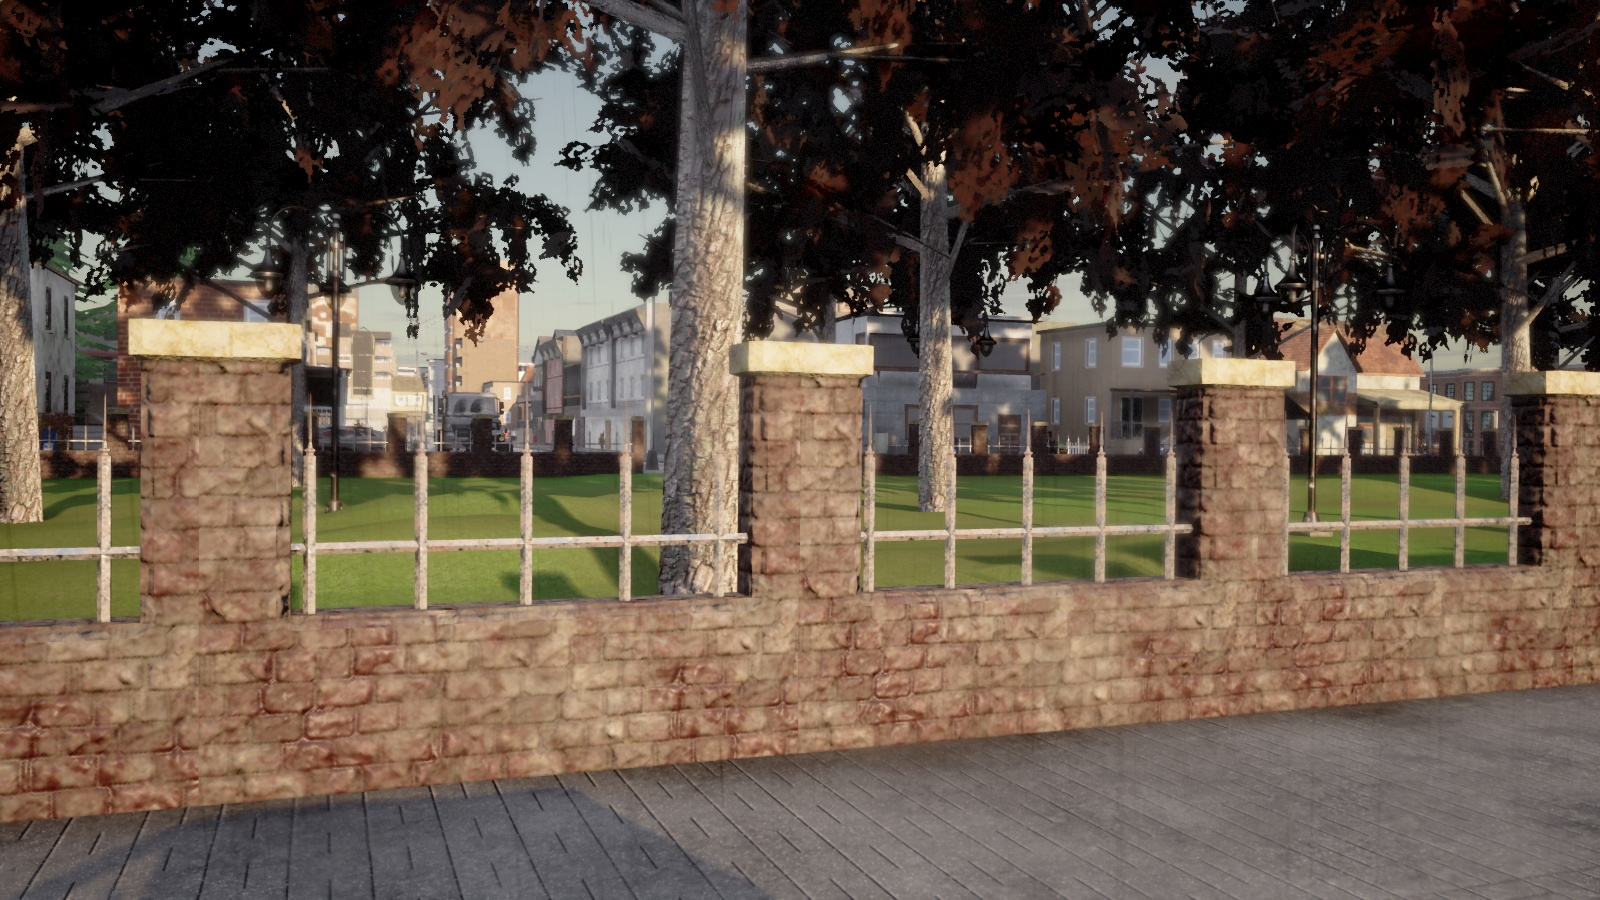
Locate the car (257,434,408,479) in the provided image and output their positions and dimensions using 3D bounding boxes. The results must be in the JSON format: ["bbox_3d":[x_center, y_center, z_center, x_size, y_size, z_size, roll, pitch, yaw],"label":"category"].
[{"bbox_3d":[-17.020,0.194,45.761,4.902,1.511,2.128,-1,1,-29],"label":"car"}]

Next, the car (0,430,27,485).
[{"bbox_3d":[-26.395,0.246,37.824,5.027,1.651,2.152,-1,1,-24],"label":"car"}]

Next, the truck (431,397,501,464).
[{"bbox_3d":[-18.491,-1.111,69.166,2.891,3.462,7.936,-1,1,-21],"label":"truck"}]

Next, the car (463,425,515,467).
[{"bbox_3d":[-14.716,-0.211,59.246,1.905,1.878,3.866,-1,1,-21],"label":"car"}]

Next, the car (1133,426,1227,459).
[{"bbox_3d":[17.850,-0.389,59.012,3.806,1.475,1.970,-1,1,-21],"label":"car"}]
